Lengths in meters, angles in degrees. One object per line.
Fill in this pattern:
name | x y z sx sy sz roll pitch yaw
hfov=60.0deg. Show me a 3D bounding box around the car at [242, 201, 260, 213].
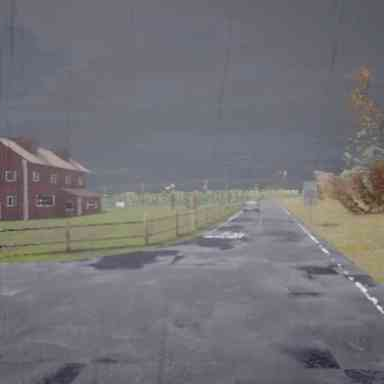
car | 7.232 1.773 40.398 1.812 1.442 4.674 -2 -1 13
